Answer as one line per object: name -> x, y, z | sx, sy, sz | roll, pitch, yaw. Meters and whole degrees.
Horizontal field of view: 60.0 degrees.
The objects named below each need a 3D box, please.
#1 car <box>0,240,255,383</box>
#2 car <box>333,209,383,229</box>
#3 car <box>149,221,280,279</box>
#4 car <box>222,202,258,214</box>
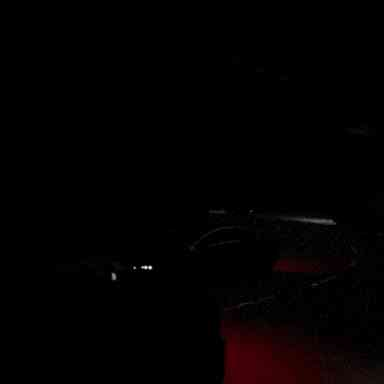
car -> -1.991, 1.475, 2.576 | 5.008, 1.535, 1.882 | 1, 0, -36
car -> 12.143, 1.845, 23.645 | 1.895, 1.301, 4.718 | 1, 0, -11
car -> 0.254, 1.544, 8.580 | 4.902, 1.511, 2.128 | 1, 0, -39
car -> 5.552, 1.883, 39.458 | 1.895, 1.301, 4.718 | 1, 0, -31
